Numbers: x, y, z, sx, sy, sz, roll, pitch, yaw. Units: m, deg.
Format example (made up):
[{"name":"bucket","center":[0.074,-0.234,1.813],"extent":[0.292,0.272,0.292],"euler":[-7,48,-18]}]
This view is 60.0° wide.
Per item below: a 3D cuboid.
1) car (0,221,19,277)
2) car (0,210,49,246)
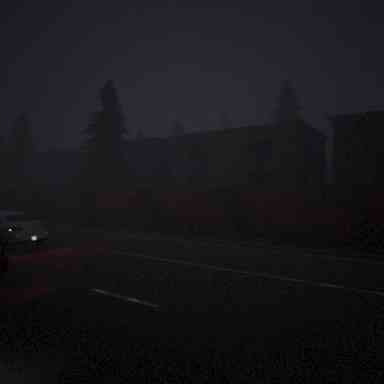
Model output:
[{"name":"car","center":[-6.701,1.539,8.773],"extent":[4.181,1.385,1.994],"euler":[0,0,36]},{"name":"car","center":[-7.825,1.492,13.856],"extent":[4.674,1.442,1.812],"euler":[0,0,35]}]
